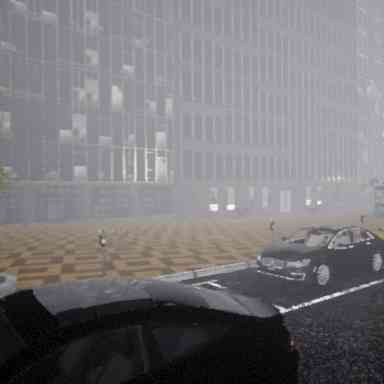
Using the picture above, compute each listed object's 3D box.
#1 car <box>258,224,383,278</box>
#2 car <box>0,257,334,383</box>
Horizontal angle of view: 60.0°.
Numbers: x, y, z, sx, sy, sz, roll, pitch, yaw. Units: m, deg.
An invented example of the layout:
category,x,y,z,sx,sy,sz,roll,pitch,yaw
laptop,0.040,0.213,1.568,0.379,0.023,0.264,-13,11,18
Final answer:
category,x,y,z,sx,sy,sz,roll,pitch,yaw
car,3.671,1.594,9.196,4.403,1.369,2.008,0,-1,-36
car,-1.084,1.528,2.592,4.674,1.442,1.812,0,0,-35
